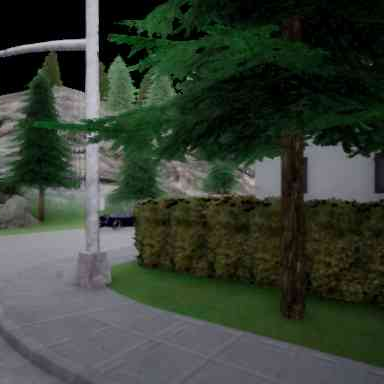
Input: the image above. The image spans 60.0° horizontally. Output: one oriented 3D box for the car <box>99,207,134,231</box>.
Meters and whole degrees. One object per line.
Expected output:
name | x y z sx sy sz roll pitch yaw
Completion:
car | -4.232 1.641 21.424 1.895 1.301 4.718 0 0 36
